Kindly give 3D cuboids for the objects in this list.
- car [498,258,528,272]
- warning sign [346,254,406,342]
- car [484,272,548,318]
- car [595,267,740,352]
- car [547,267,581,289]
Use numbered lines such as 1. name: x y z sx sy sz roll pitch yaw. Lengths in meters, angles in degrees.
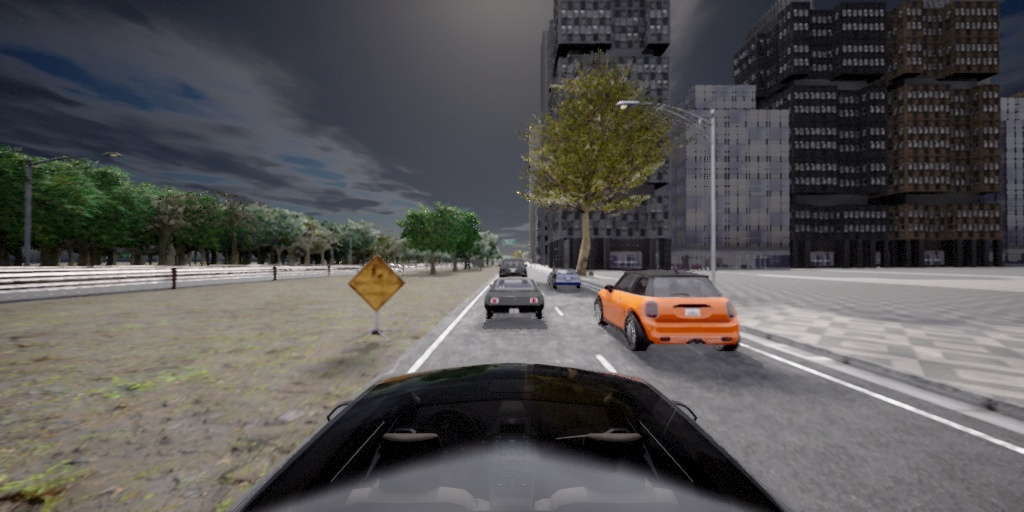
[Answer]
1. car: 0.085 1.232 28.986 2.150 2.045 5.566 0 -1 0
2. warning sign: -3.049 0.891 8.106 1.300 1.860 1.060 0 0 0
3. car: 0.082 1.418 13.216 1.895 1.301 4.718 0 0 0
4. car: 3.559 1.137 9.162 2.097 1.767 4.553 0 -1 0
5. car: 3.565 1.504 25.130 2.033 1.411 5.357 0 -1 0
